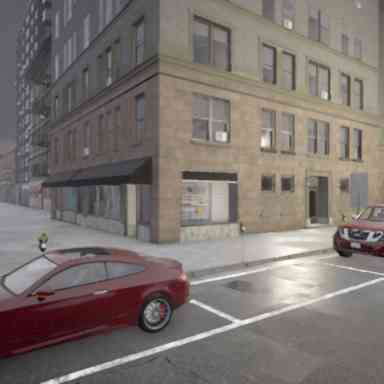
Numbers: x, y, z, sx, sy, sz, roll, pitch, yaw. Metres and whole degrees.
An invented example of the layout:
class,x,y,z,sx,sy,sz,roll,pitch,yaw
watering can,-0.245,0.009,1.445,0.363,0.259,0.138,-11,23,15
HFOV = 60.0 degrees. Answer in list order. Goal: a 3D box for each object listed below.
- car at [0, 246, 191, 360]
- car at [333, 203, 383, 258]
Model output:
class,x,y,z,sx,sy,sz,roll,pitch,yaw
car,-1.958,1.584,5.248,4.206,1.307,1.802,0,0,-35
car,7.085,1.322,11.696,5.009,1.841,2.192,0,0,-35
